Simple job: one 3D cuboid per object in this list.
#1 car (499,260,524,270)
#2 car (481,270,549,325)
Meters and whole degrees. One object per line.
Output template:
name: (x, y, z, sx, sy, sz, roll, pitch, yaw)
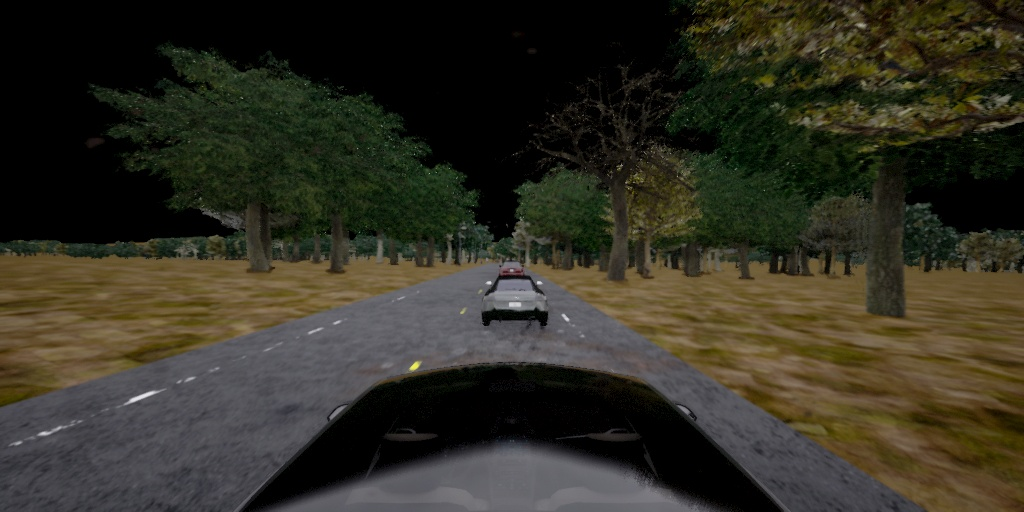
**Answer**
car: (-0.036, 1.160, 30.014, 2.097, 1.767, 4.553, 0, 0, -1)
car: (0.079, 1.319, 11.902, 1.994, 1.385, 4.181, 0, 0, 0)
